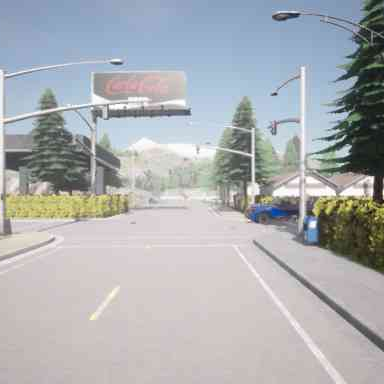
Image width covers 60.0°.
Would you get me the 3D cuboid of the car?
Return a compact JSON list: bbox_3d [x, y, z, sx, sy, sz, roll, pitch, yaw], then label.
[{"bbox_3d":[6.912,1.323,24.850,5.566,2.045,2.150,-1,0,0],"label":"car"}]
